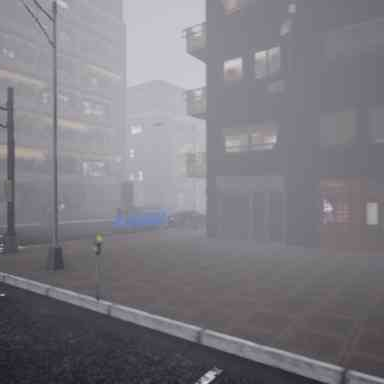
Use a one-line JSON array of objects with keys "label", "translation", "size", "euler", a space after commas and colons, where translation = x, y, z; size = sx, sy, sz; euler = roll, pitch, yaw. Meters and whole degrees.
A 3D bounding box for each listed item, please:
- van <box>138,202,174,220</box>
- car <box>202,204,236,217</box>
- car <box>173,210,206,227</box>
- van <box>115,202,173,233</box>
[{"label": "van", "translation": [-3.956, 2.042, 36.716], "size": [1.690, 1.788, 3.998], "euler": [-2, -2, 35]}, {"label": "car", "translation": [3.494, 2.357, 42.674], "size": [2.128, 1.511, 4.902], "euler": [0, -1, 36]}, {"label": "car", "translation": [-0.327, 2.126, 27.404], "size": [1.947, 1.339, 4.313], "euler": [-2, -2, 35]}, {"label": "van", "translation": [-3.400, 1.794, 22.796], "size": [1.690, 1.788, 3.998], "euler": [-2, -2, 35]}]
